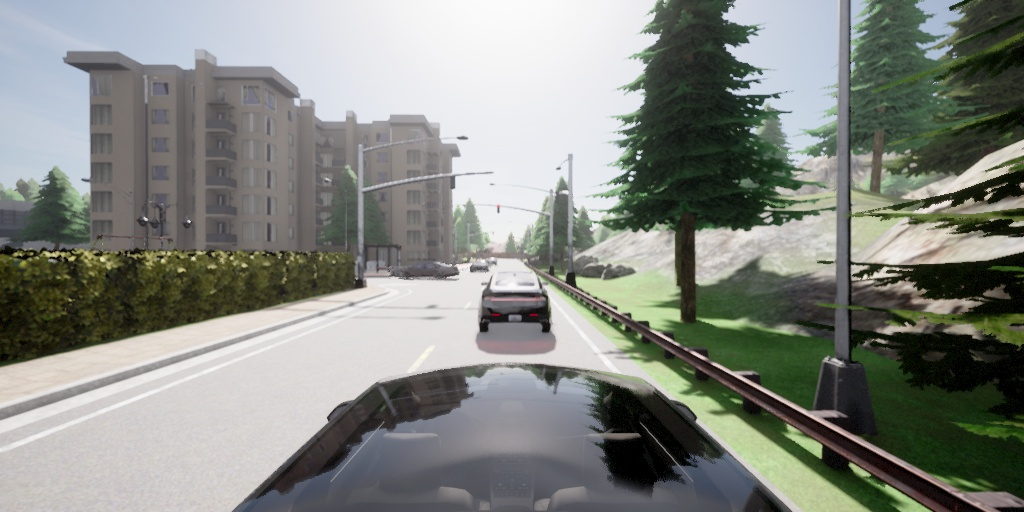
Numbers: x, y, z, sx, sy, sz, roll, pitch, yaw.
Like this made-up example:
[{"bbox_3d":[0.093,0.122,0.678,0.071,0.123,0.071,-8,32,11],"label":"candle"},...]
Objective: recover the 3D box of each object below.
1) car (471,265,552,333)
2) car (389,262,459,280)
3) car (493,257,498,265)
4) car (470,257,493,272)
[{"bbox_3d":[0.083,1.198,10.623,2.128,1.511,4.902,0,0,0],"label":"car"},{"bbox_3d":[-6.999,1.157,28.913,5.357,1.411,2.033,0,0,2],"label":"car"},{"bbox_3d":[-3.526,0.949,62.510,2.128,1.511,4.902,0,0,0],"label":"car"},{"bbox_3d":[-3.580,1.124,40.909,1.994,1.385,4.181,0,1,0],"label":"car"}]
